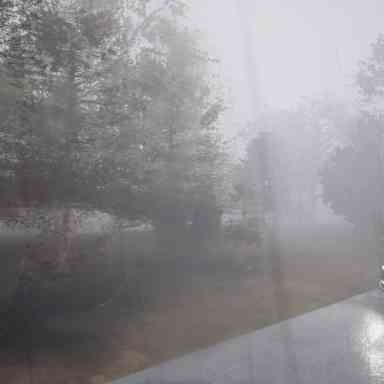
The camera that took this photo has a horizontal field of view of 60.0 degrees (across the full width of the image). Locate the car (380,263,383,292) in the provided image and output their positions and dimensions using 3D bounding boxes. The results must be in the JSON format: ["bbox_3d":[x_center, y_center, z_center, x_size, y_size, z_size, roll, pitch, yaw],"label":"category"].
[{"bbox_3d":[6.122,1.542,7.547,4.892,1.490,1.837,0,0,-36],"label":"car"}]
